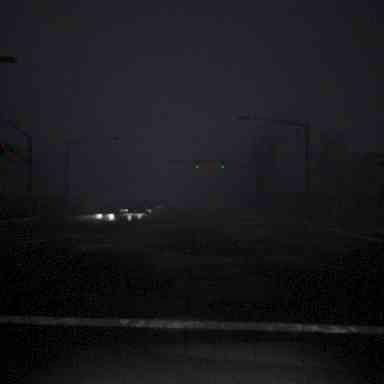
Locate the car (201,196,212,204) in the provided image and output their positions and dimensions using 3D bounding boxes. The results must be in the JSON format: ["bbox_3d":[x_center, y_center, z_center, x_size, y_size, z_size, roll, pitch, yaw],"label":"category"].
[{"bbox_3d":[3.464,1.947,75.421,1.895,1.301,4.718,0,0,0],"label":"car"}]

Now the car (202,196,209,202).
[{"bbox_3d":[3.459,1.802,85.554,1.812,1.442,4.674,0,0,0],"label":"car"}]

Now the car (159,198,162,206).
[{"bbox_3d":[-7.039,1.892,66.082,1.882,1.535,5.008,0,0,0],"label":"car"}]

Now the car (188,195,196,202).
[{"bbox_3d":[-0.041,1.633,85.521,2.097,1.767,4.553,0,0,0],"label":"car"}]

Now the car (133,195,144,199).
[{"bbox_3d":[-10.547,1.645,64.789,2.150,2.045,5.566,0,0,0],"label":"car"}]

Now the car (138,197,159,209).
[{"bbox_3d":[-7.108,2.005,54.328,2.033,1.411,5.357,0,0,1],"label":"car"}]

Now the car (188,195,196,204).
[{"bbox_3d":[-0.035,1.894,75.023,2.033,1.411,5.357,0,0,0],"label":"car"}]

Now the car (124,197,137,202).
[{"bbox_3d":[-10.609,2.023,53.376,1.994,1.385,4.181,0,0,0],"label":"car"}]

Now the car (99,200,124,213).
[{"bbox_3d":[-10.621,2.048,43.484,1.895,1.301,4.718,0,0,0],"label":"car"}]

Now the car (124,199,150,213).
[{"bbox_3d":[-7.151,1.992,43.677,2.033,1.411,5.357,0,0,-2],"label":"car"}]
